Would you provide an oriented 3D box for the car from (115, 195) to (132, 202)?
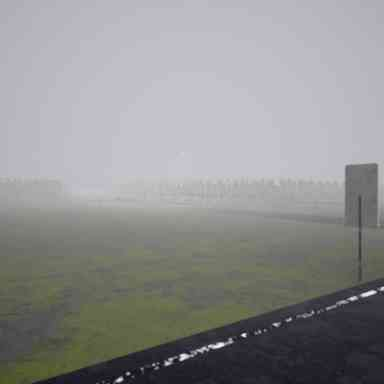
[{"bbox_3d":[-13.464,1.254,64.958,1.895,1.301,4.718,0,0,-36],"label":"car"}]
